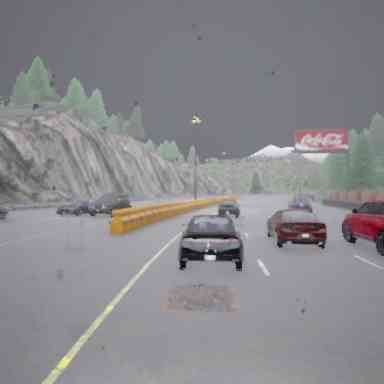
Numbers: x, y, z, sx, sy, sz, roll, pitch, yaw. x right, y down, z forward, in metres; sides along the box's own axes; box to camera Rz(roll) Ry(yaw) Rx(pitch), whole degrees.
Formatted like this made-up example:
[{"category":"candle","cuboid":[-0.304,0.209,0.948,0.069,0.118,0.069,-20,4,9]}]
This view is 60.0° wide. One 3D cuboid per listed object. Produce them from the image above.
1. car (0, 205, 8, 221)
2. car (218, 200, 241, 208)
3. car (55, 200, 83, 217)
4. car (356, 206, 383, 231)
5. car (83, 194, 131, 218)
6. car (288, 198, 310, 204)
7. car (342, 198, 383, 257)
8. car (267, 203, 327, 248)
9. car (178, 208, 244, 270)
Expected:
[{"category":"car","cuboid":[-15.623,1.483,24.470,1.812,1.442,4.674,0,0,9]},{"category":"car","cuboid":[3.499,1.520,31.121,1.837,1.490,4.892,0,0,10]},{"category":"car","cuboid":[-10.830,1.521,31.899,2.033,1.411,5.357,0,0,10]},{"category":"car","cuboid":[12.418,1.642,21.502,1.895,1.301,4.718,0,0,9]},{"category":"car","cuboid":[-7.474,1.206,30.792,2.150,2.045,5.566,0,0,10]},{"category":"car","cuboid":[11.517,1.393,35.812,2.097,1.767,4.553,0,0,11]},{"category":"car","cuboid":[7.817,1.248,13.010,2.150,2.045,5.566,0,0,5]},{"category":"car","cuboid":[4.530,1.494,14.978,1.882,1.535,5.008,0,0,6]},{"category":"car","cuboid":[0.656,1.496,11.064,2.128,1.511,4.902,0,0,4]}]
